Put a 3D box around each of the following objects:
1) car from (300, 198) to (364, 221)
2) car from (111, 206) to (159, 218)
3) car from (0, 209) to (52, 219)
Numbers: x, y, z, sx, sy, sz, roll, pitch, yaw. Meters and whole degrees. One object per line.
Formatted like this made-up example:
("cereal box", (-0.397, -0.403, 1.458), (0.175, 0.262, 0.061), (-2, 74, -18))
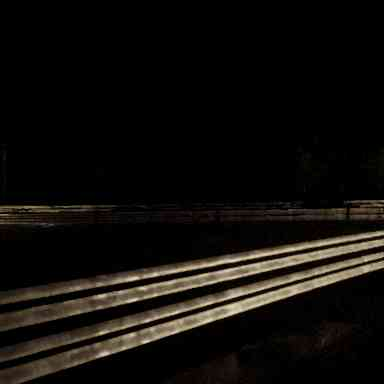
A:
("car", (13.139, 1.596, 31.471), (5.566, 2.045, 2.150), (-1, 0, 5))
("car", (-6.496, 2.346, 36.818), (4.892, 1.490, 1.837), (-1, 0, 5))
("car", (-17.322, 2.456, 34.311), (5.357, 1.411, 2.033), (-1, 0, 5))
